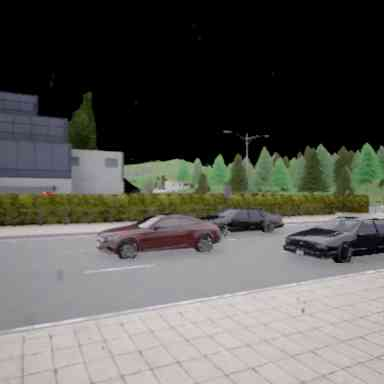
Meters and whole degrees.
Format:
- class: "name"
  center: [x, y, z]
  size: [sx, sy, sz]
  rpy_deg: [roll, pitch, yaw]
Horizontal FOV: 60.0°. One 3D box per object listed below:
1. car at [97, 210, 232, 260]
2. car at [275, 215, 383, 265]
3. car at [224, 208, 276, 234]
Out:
- class: "car"
  center: [-1.094, 1.516, 12.299]
  size: [4.674, 1.442, 1.812]
  rpy_deg: [0, 0, -28]
- class: "car"
  center: [5.848, 1.587, 11.982]
  size: [5.357, 1.411, 2.033]
  rpy_deg: [0, 0, -28]
- class: "car"
  center: [2.556, 1.564, 18.160]
  size: [5.357, 1.411, 2.033]
  rpy_deg: [0, 0, -28]
